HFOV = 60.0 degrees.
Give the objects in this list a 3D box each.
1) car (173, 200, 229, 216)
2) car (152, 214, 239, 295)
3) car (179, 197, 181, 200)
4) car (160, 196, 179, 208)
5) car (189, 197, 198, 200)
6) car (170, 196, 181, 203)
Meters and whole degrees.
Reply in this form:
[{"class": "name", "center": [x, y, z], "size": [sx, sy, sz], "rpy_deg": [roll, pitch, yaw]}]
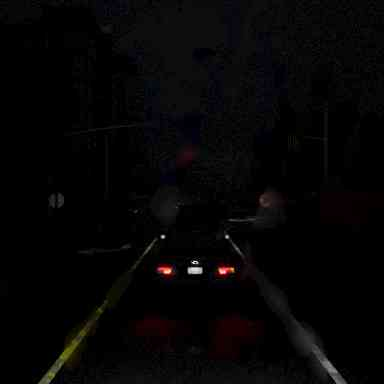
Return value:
[{"class": "car", "center": [0.788, 1.551, 26.219], "size": [4.181, 1.385, 1.994], "rpy_deg": [0, 0, -2]}, {"class": "car", "center": [0.078, 1.546, 8.849], "size": [2.033, 1.411, 5.357], "rpy_deg": [0, 0, 0]}, {"class": "car", "center": [-3.453, 1.591, 58.215], "size": [1.895, 1.301, 4.718], "rpy_deg": [0, 0, 0]}, {"class": "car", "center": [-3.491, 1.484, 48.279], "size": [2.128, 1.511, 4.902], "rpy_deg": [0, 0, 0]}, {"class": "car", "center": [0.251, 1.589, 69.621], "size": [1.895, 1.301, 4.718], "rpy_deg": [0, 0, 0]}, {"class": "car", "center": [-3.352, 1.536, 68.862], "size": [2.033, 1.411, 5.357], "rpy_deg": [0, 0, 0]}]
